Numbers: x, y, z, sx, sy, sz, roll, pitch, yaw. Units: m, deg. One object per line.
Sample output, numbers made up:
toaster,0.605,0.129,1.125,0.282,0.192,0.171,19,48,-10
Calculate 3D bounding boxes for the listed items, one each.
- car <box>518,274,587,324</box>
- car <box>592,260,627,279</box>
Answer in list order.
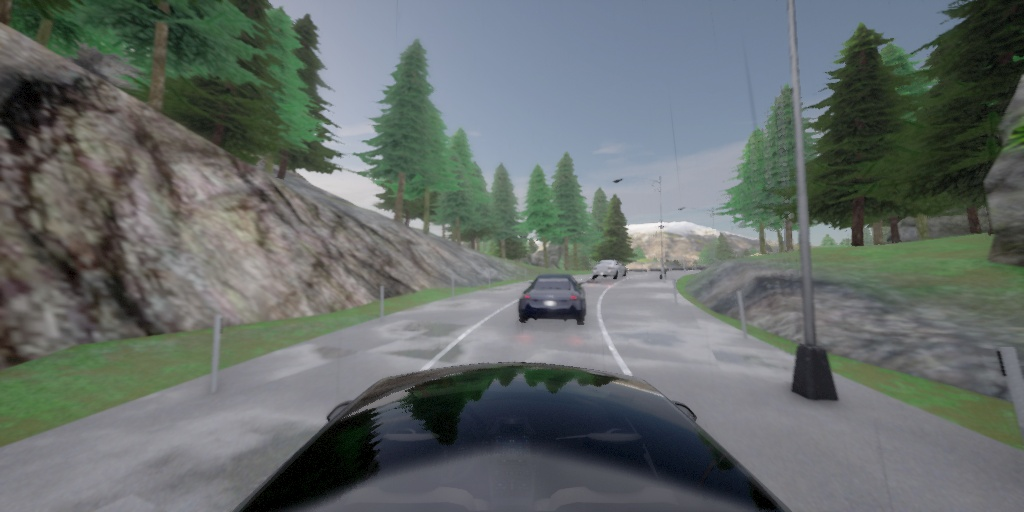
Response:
car,1.446,1.273,11.914,1.994,1.385,4.181,-1,0,11
car,7.668,1.035,28.171,1.812,1.442,4.674,-2,-1,29
